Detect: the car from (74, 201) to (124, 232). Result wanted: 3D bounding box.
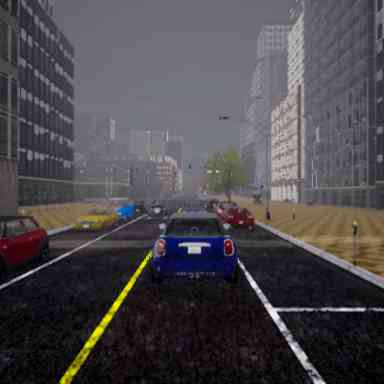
[{"bbox_3d":[-5.687,1.518,20.253,1.752,1.417,4.829,0,0,0],"label":"car"}]

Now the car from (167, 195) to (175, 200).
[{"bbox_3d":[-5.687,1.519,91.710,2.008,1.369,4.403,0,0,0],"label":"car"}]

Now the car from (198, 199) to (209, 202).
[{"bbox_3d":[0.083,1.537,27.404,2.033,1.411,5.357,0,0,0],"label":"car"}]

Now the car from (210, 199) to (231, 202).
[{"bbox_3d":[2.694,1.431,25.963,1.967,1.590,4.097,0,0,0],"label":"car"}]

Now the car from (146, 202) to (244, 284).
[{"bbox_3d":[0.068,1.348,9.712,2.097,1.767,4.553,0,0,0],"label":"car"}]

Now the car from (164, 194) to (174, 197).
[{"bbox_3d":[-5.687,1.556,75.056,1.802,1.307,4.206,0,0,0],"label":"car"}]

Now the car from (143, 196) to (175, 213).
[{"bbox_3d":[-3.095,1.480,32.010,2.128,1.511,4.902,0,0,0],"label":"car"}]

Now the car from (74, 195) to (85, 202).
[{"bbox_3d":[-22.814,1.316,63.981,4.206,1.307,1.802,1,-1,-1],"label":"car"}]

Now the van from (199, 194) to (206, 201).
[{"bbox_3d":[2.694,1.311,86.161,1.690,1.788,3.998,0,0,0],"label":"van"}]

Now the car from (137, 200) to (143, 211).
[{"bbox_3d":[-5.687,1.553,37.041,1.947,1.339,4.313,0,0,0],"label":"car"}]

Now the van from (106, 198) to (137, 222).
[{"bbox_3d":[-5.685,1.332,25.962,1.690,1.788,3.998,0,0,0],"label":"van"}]

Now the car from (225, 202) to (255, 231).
[{"bbox_3d":[2.693,1.537,20.423,1.887,1.381,4.507,0,0,0],"label":"car"}]

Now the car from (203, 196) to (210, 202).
[{"bbox_3d":[2.694,1.551,42.580,1.947,1.339,4.313,0,0,0],"label":"car"}]

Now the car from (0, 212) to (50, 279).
[{"bbox_3d":[-5.686,1.437,9.345,1.967,1.590,4.097,0,0,0],"label":"car"}]

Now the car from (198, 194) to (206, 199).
[{"bbox_3d":[2.693,1.497,80.780,1.752,1.417,4.829,0,0,0],"label":"car"}]
